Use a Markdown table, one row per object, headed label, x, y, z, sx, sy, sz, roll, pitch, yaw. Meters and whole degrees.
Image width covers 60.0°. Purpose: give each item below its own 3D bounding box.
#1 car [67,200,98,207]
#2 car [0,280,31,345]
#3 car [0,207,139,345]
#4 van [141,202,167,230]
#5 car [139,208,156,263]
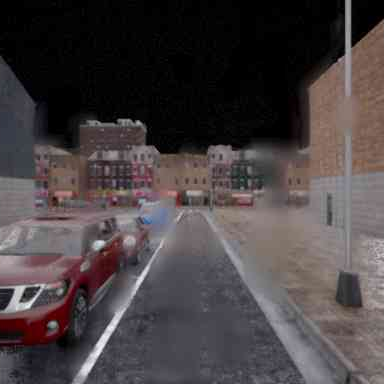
| label | x | y | z | sx | sy | sz | roll | pitch | yaw |
| --- | --- | --- | --- | --- | --- | --- | --- | --- | --- |
| car | -18.064 | 2.096 | 54.801 | 4.902 | 1.511 | 2.128 | 0 | 0 | 0 |
| car | -2.644 | 1.581 | 1.246 | 1.947 | 1.339 | 4.313 | 0 | -1 | 0 |
| car | -2.646 | 1.388 | 6.675 | 2.192 | 1.841 | 5.009 | 0 | -1 | 0 |
| van | -2.646 | 1.595 | 22.955 | 1.690 | 1.788 | 3.998 | -1 | -1 | 0 |
| car | -2.645 | 1.573 | 12.100 | 1.967 | 1.590 | 4.097 | 0 | -1 | 0 |
